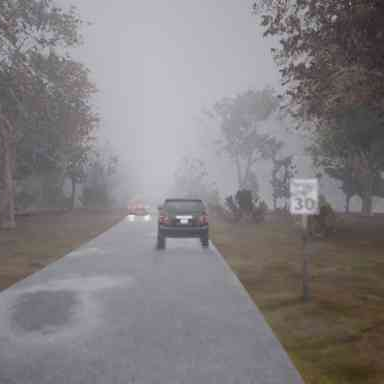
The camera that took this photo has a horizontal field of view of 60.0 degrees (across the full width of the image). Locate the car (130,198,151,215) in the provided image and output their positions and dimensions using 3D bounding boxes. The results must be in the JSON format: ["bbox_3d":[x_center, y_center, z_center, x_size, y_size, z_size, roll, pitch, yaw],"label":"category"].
[{"bbox_3d":[-5.646,1.550,36.337,2.097,1.767,4.553,1,-1,-9],"label":"car"}]

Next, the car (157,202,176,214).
[{"bbox_3d":[-3.113,1.876,39.305,1.895,1.301,4.718,1,-1,-9],"label":"car"}]

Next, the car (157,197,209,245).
[{"bbox_3d":[-0.481,1.257,15.805,2.150,2.045,5.566,1,0,-4],"label":"car"}]

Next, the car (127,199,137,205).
[{"bbox_3d":[-13.970,2.421,77.395,1.895,1.301,4.718,1,-2,-13],"label":"car"}]
